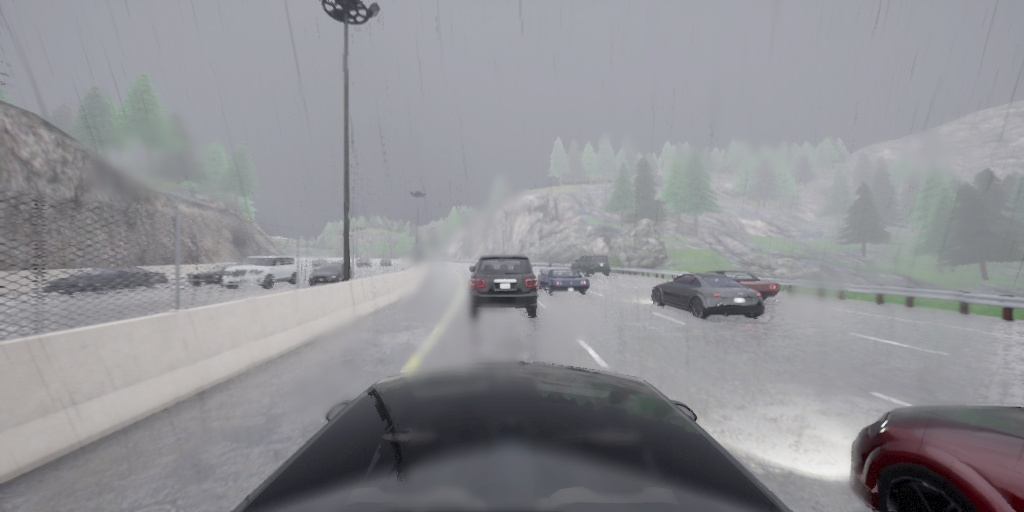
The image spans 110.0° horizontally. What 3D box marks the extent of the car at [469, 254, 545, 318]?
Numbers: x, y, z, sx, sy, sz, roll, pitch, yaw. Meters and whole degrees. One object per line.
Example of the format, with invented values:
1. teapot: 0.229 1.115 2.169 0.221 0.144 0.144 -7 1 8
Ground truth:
1. car: -0.372 0.956 13.069 2.150 2.045 5.566 0 0 -4

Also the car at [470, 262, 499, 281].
1. car: -2.536 1.258 31.553 2.033 1.411 5.357 0 0 -10

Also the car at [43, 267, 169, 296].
1. car: -22.279 1.316 20.115 2.033 1.411 5.357 0 0 -7

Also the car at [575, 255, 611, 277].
1. car: 7.553 0.906 34.682 2.150 2.045 5.566 0 0 -10

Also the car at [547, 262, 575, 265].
1. car: 4.053 1.293 34.386 1.895 1.301 4.718 0 0 -10

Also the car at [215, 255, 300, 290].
1. car: -15.580 0.974 22.732 2.150 2.045 5.566 0 0 -8

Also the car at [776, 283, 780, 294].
1. car: 9.863 1.307 16.865 1.895 1.301 4.718 0 0 -5

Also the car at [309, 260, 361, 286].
1. car: -12.372 1.246 24.985 1.837 1.490 4.892 0 0 -8

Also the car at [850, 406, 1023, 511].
1. car: 3.518 1.308 0.922 1.994 1.385 4.181 0 0 0

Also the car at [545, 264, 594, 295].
1. car: 2.609 1.319 19.404 1.895 1.301 4.718 0 0 -6

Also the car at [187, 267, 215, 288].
1. car: -19.313 1.357 24.243 1.895 1.301 4.718 0 0 -8

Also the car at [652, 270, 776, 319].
1. car: 6.638 1.284 12.649 1.994 1.385 4.181 0 0 -3
